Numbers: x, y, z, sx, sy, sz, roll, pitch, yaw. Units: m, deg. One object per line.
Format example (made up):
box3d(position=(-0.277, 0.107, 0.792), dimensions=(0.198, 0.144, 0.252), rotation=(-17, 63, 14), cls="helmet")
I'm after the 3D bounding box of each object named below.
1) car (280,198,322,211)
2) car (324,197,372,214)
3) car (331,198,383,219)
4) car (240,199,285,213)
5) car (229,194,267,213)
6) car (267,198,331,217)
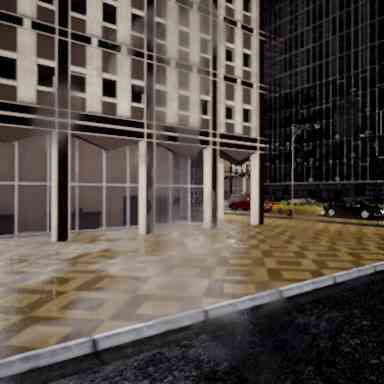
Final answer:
box3d(position=(12.815, 1.403, 39.275), dimensions=(2.008, 1.369, 4.403), rotation=(1, 0, -36), cls="car")
box3d(position=(16.213, 1.325, 34.725), dimensions=(1.967, 1.590, 4.097), rotation=(1, 0, -36), cls="car")
box3d(position=(13.635, 1.395, 28.240), dimensions=(1.837, 1.490, 4.892), rotation=(0, 0, -36), cls="car")
box3d(position=(7.607, 1.433, 36.404), dimensions=(1.895, 1.301, 4.718), rotation=(0, 0, -36), cls="car")
box3d(position=(5.914, 1.145, 34.181), dimensions=(2.192, 1.841, 5.009), rotation=(1, 0, -36), cls="car")
box3d(position=(9.362, 1.389, 29.458), dimensions=(1.752, 1.417, 4.829), rotation=(1, 0, -36), cls="car")
